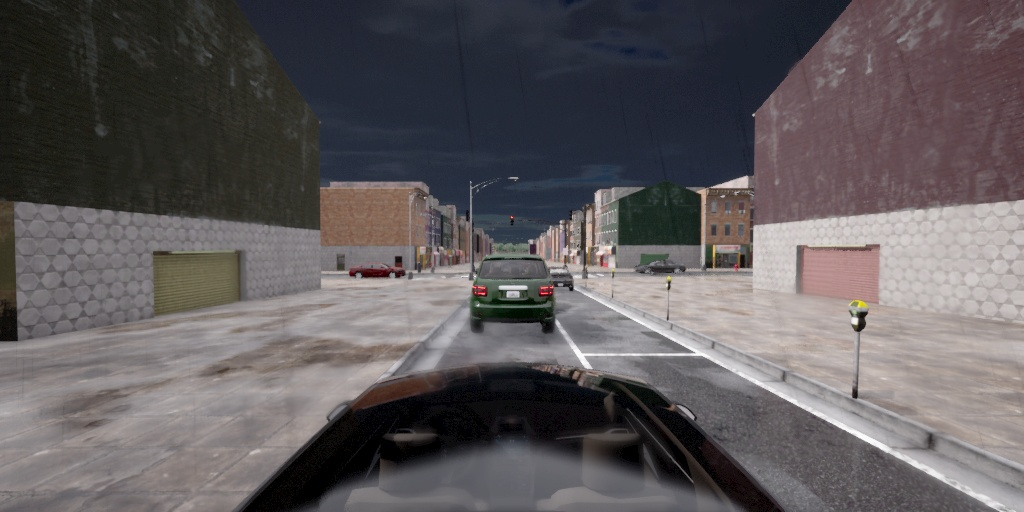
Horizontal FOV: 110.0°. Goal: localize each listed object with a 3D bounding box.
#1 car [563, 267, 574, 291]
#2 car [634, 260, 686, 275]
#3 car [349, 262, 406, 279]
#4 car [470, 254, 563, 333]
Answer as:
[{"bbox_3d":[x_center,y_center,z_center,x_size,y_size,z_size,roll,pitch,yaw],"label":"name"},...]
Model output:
[{"bbox_3d":[2.593,1.296,21.274,2.007,1.370,4.403,0,0,0],"label":"car"},{"bbox_3d":[14.895,1.130,36.194,4.892,1.490,1.837,0,1,0],"label":"car"},{"bbox_3d":[-12.398,1.336,33.202,5.008,1.535,1.882,0,1,-1],"label":"car"},{"bbox_3d":[0.029,0.968,10.859,2.150,2.045,5.566,0,0,0],"label":"car"}]
